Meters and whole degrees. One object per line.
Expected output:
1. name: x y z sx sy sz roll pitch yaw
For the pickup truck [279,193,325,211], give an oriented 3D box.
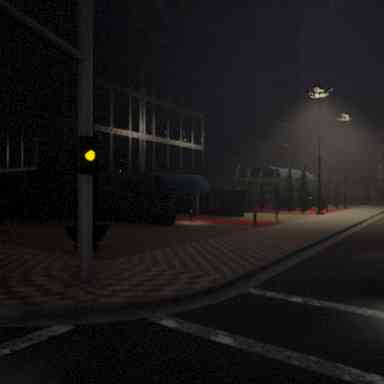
1. pickup truck: 12.180 1.055 37.714 6.274 2.098 2.390 0 0 -24
